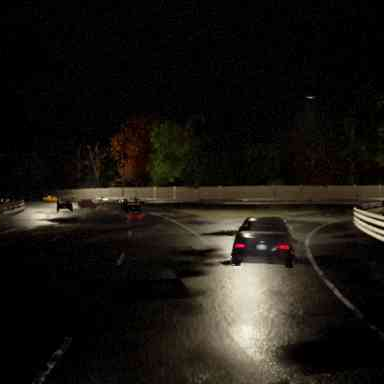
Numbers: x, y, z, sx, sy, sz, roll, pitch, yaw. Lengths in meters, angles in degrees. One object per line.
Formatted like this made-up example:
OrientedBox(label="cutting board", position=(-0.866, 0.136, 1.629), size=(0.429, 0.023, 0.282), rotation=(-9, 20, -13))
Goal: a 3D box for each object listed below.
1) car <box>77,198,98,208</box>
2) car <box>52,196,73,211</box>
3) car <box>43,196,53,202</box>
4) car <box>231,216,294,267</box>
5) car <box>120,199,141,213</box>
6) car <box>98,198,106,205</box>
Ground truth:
OrientedBox(label="car", position=(-15.702, 1.660, 49.348), size=(1.994, 1.385, 4.181), rotation=(0, 0, -27))
OrientedBox(label="car", position=(-16.410, 1.585, 42.708), size=(2.128, 1.511, 4.902), rotation=(0, 0, -23))
OrientedBox(label="car", position=(-34.439, 1.667, 80.603), size=(5.008, 1.535, 1.882), rotation=(0, 0, 43))
OrientedBox(label="car", position=(2.486, 1.547, 11.473), size=(2.033, 1.411, 5.357), rotation=(0, 0, 14))
OrientedBox(label="car", position=(-7.180, 1.547, 38.555), size=(2.128, 1.511, 4.902), rotation=(0, 0, -19))
OrientedBox(label="car", position=(-16.723, 1.707, 58.210), size=(1.895, 1.301, 4.718), rotation=(0, 0, -31))
